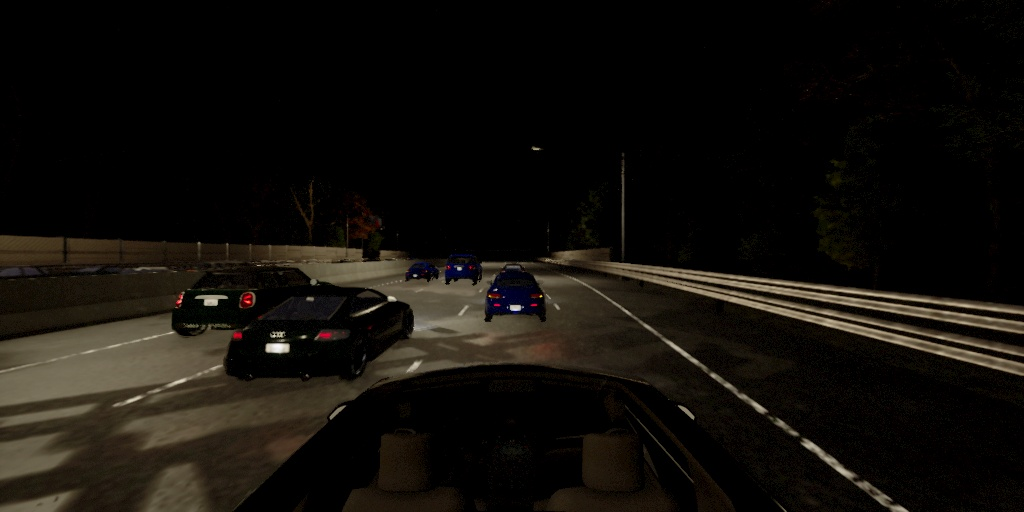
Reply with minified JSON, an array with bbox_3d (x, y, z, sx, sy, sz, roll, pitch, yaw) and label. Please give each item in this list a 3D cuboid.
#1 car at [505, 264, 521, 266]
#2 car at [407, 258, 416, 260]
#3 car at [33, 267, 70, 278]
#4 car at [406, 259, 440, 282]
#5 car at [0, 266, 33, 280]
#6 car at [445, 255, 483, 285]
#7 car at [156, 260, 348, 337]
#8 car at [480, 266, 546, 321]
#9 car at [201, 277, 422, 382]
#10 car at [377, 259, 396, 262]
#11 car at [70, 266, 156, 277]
[{"bbox_3d":[0.097,1.258,27.494,1.994,1.385,4.181,0,0,0],"label":"car"},{"bbox_3d":[-17.533,1.126,62.716,1.882,1.535,5.008,0,0,1],"label":"car"},{"bbox_3d":[-24.598,1.268,21.360,1.994,1.385,4.181,0,0,0],"label":"car"},{"bbox_3d":[-6.904,1.219,27.887,1.812,1.442,4.674,0,0,0],"label":"car"},{"bbox_3d":[-27.795,1.254,19.664,2.033,1.411,5.357,0,0,-2],"label":"car"},{"bbox_3d":[-3.403,0.918,25.898,2.150,2.045,5.566,0,0,0],"label":"car"},{"bbox_3d":[-6.902,1.080,10.351,2.097,1.767,4.553,0,0,0],"label":"car"},{"bbox_3d":[0.098,1.250,12.138,1.812,1.442,4.674,0,0,0],"label":"car"},{"bbox_3d":[-3.404,1.300,7.214,1.994,1.385,4.181,0,0,0],"label":"car"},{"bbox_3d":[-21.023,1.177,61.564,1.812,1.442,4.674,0,0,0],"label":"car"},{"bbox_3d":[-21.101,1.307,20.333,1.895,1.301,4.718,0,0,0],"label":"car"}]
